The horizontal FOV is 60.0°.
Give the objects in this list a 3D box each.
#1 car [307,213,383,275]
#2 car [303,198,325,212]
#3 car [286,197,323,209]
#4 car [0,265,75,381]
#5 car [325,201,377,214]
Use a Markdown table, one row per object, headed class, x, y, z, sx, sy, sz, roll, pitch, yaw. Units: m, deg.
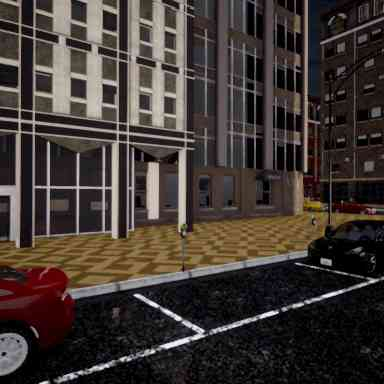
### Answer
| class | x | y | z | sx | sy | sz | roll | pitch | yaw |
| --- | --- | --- | --- | --- | --- | --- | --- | --- | --- |
| car | 5.495 | 1.571 | 10.497 | 4.313 | 1.339 | 1.947 | 0 | 0 | -36 |
| car | 12.331 | 1.477 | 36.633 | 1.752 | 1.417 | 4.829 | 1 | 0 | -36 |
| car | 15.625 | 1.512 | 46.401 | 1.752 | 1.417 | 4.829 | 0 | 0 | -36 |
| car | -3.756 | 1.544 | 3.874 | 4.507 | 1.381 | 1.887 | 0 | 0 | -36 |
| car | 15.539 | 1.545 | 32.174 | 1.802 | 1.307 | 4.206 | 1 | 0 | -36 |
